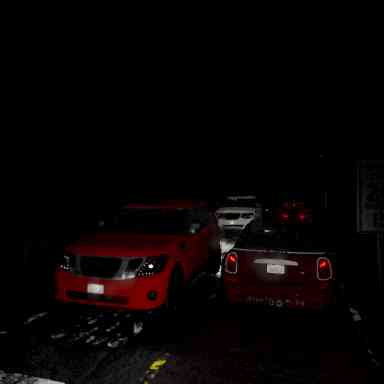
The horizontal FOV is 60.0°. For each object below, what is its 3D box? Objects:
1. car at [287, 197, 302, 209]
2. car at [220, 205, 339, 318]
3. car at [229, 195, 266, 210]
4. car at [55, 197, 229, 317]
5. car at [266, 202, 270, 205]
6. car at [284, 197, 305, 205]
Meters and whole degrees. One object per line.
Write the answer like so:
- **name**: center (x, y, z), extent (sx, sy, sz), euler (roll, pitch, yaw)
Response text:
- **car**: center (14.240, 1.508, 46.212), extent (1.882, 1.535, 5.008), euler (0, 0, 17)
- **car**: center (2.090, 1.357, 7.788), extent (2.097, 1.767, 4.553), euler (0, 0, 18)
- **car**: center (2.897, 1.235, 19.777), extent (2.150, 2.045, 5.566), euler (0, 0, 18)
- **car**: center (-0.762, 1.228, 8.028), extent (2.150, 2.045, 5.566), euler (0, 0, 17)
- **car**: center (6.423, 1.621, 30.894), extent (1.895, 1.301, 4.718), euler (0, 0, 18)
- **car**: center (11.239, 1.377, 36.567), extent (2.097, 1.767, 4.553), euler (0, 0, 18)
